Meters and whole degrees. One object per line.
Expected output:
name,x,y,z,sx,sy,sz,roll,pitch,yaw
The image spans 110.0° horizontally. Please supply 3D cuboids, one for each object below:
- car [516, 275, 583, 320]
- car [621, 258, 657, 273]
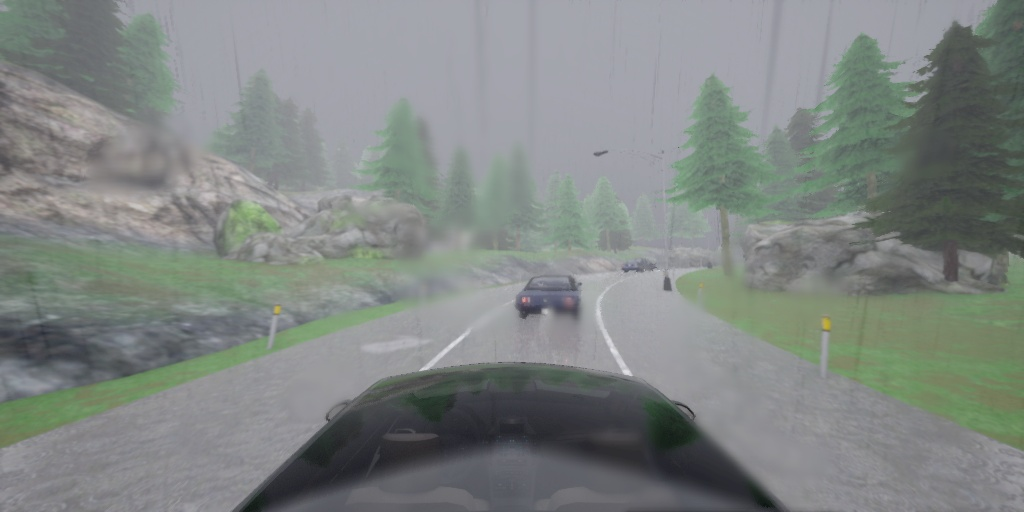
car,1.482,1.299,12.452,1.895,1.301,4.718,-1,1,12
car,12.613,0.911,35.474,2.033,1.411,5.357,-4,-2,40
